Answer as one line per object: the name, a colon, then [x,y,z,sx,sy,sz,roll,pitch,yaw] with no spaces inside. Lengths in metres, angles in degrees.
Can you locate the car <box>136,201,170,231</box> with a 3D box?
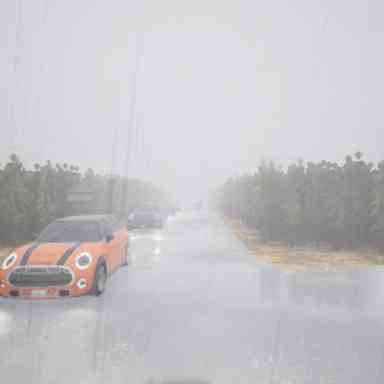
car: [-2.848,1.507,21.933,2.097,1.767,4.553,0,0,1]

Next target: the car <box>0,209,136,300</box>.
car: [-3.050,1.459,8.932,2.097,1.767,4.553,0,0,1]

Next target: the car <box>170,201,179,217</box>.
car: [-2.674,1.726,33.460,1.994,1.385,4.181,0,0,1]

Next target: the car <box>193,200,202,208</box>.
car: [1.048,2.271,62.263,2.033,1.411,5.357,0,-1,1]

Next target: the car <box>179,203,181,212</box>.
car: [-2.479,1.918,45.218,1.812,1.442,4.674,0,-2,1]
